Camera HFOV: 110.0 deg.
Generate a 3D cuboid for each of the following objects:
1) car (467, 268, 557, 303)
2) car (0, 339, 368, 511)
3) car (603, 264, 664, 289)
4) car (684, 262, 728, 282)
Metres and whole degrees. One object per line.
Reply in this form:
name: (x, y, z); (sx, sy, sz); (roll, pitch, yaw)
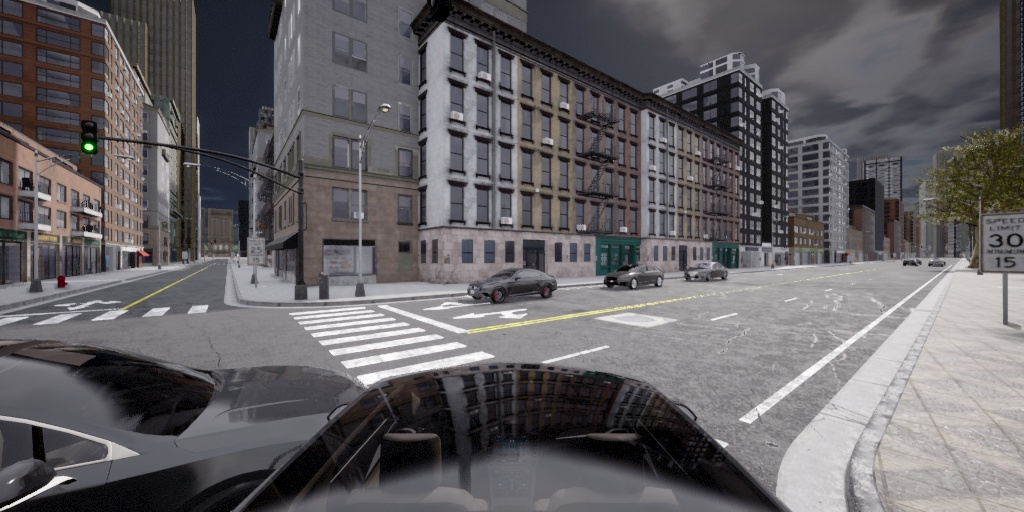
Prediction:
car: (0.124, 1.288, 16.846); (4.674, 1.442, 1.812); (0, 0, -38)
car: (-3.206, 1.257, 1.906); (4.892, 1.490, 1.837); (0, 0, -34)
car: (7.876, 1.260, 22.995); (4.892, 1.490, 1.837); (0, 0, -38)
car: (15.949, 1.238, 29.386); (4.902, 1.511, 2.128); (0, 0, -38)
